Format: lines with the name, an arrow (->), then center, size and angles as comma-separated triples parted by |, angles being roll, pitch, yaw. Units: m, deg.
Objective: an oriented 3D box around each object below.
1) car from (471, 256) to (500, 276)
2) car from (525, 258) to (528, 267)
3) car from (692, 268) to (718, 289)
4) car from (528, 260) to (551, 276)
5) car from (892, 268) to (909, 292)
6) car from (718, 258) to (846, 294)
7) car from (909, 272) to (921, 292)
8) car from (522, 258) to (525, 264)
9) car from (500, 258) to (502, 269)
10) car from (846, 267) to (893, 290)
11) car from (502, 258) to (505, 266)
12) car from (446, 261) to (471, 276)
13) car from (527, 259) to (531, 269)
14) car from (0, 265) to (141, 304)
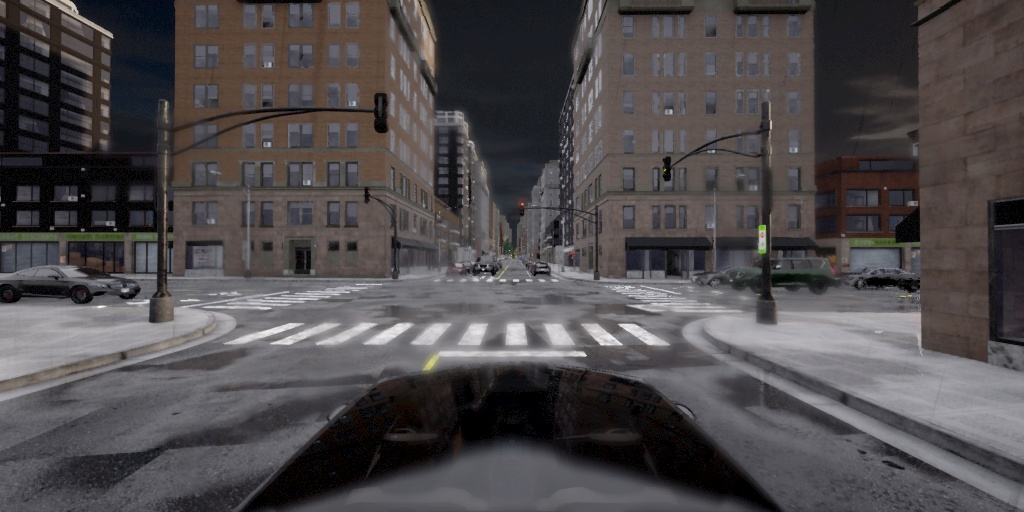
car -> -2.784, 0.976, 37.826 | 2.150, 2.045, 5.566 | 0, 0, 1
car -> 3.100, 1.302, 47.279 | 2.007, 1.370, 4.403 | 0, 0, 1
car -> 14.824, 1.402, 24.245 | 4.902, 1.511, 2.128 | 0, -1, 2
car -> 2.965, 1.318, 36.219 | 1.948, 1.339, 4.313 | 0, 0, 1
car -> 25.716, 1.551, 20.933 | 4.718, 1.301, 1.895 | 0, -1, 0
car -> 15.614, 1.106, 20.998 | 5.566, 2.045, 2.150 | 0, -1, 0
car -> 19.375, 1.348, 14.273 | 4.892, 1.490, 1.837 | 0, -1, 0
car -> 3.303, 1.316, 63.870 | 1.948, 1.339, 4.313 | 0, 0, 1
car -> -2.661, 1.258, 47.914 | 1.837, 1.490, 4.892 | 0, 0, 1
car -> 24.229, 1.464, 24.189 | 4.902, 1.511, 2.128 | 0, -1, 0
car -> -2.525, 1.352, 58.170 | 1.895, 1.301, 4.718 | 0, 0, 1
car -> -5.561, 1.335, 36.319 | 1.802, 1.307, 4.207 | 0, 0, 1
car -> 3.033, 1.297, 41.749 | 1.888, 1.381, 4.507 | 0, 0, 1
car -> -17.929, 1.106, 14.506 | 4.674, 1.442, 1.812 | 0, -1, 1
